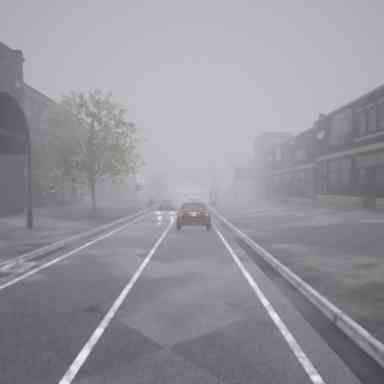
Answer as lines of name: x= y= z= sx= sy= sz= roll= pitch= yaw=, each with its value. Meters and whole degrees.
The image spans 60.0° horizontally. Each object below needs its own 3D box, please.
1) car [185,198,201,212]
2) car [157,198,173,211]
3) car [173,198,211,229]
car: x=0.097 y=1.553 z=40.393 sx=1.837 sy=1.490 sz=4.892 roll=0 pitch=0 yaw=0
car: x=-3.089 y=1.551 z=40.701 sx=1.837 sy=1.490 sz=4.892 roll=0 pitch=0 yaw=0
car: x=0.097 y=1.397 z=21.913 sx=2.097 sy=1.767 sz=4.553 roll=0 pitch=0 yaw=0
